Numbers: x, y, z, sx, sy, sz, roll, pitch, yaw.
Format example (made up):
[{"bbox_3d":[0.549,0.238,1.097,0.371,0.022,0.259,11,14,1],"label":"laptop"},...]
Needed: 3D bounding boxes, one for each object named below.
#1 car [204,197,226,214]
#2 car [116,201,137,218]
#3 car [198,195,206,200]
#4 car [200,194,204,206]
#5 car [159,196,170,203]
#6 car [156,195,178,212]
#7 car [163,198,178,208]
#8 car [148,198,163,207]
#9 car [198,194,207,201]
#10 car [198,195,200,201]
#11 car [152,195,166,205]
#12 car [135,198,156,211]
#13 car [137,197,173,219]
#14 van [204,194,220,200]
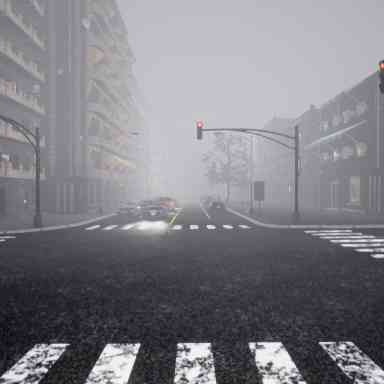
[{"bbox_3d":[2.682,1.555,35.732,1.947,1.339,4.313,0,0,0],"label":"car"},{"bbox_3d":[-5.698,1.542,30.205,2.008,1.369,4.403,0,0,0],"label":"car"},{"bbox_3d":[2.673,1.496,91.067,1.887,1.381,4.507,0,0,0],"label":"car"},{"bbox_3d":[2.678,1.420,52.333,1.967,1.590,4.097,0,0,0],"label":"car"},{"bbox_3d":[-5.704,1.551,68.939,1.802,1.307,4.206,0,0,0],"label":"car"},{"bbox_3d":[-3.090,1.340,38.661,2.097,1.767,4.553,0,0,0],"label":"car"},{"bbox_3d":[-3.082,1.546,48.689,1.994,1.385,4.181,0,0,0],"label":"car"},{"bbox_3d":[-5.701,1.562,52.339,1.802,1.307,4.206,0,0,0],"label":"car"},{"bbox_3d":[2.672,1.396,85.533,1.967,1.590,4.097,0,0,0],"label":"car"},{"bbox_3d":[2.673,1.280,74.467,2.192,1.841,5.009,0,0,0],"label":"car"},{"bbox_3d":[-5.703,1.417,57.872,1.967,1.590,4.097,0,0,0],"label":"car"},{"bbox_3d":[-5.699,1.531,41.271,1.887,1.381,4.507,0,0,0],"label":"car"},{"bbox_3d":[-3.100,1.484,29.038,2.128,1.511,4.902,0,0,0],"label":"car"},{"bbox_3d":[2.679,1.327,41.265,1.690,1.788,3.998,0,0,0],"label":"van"}]
